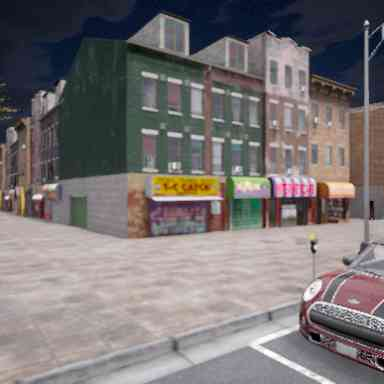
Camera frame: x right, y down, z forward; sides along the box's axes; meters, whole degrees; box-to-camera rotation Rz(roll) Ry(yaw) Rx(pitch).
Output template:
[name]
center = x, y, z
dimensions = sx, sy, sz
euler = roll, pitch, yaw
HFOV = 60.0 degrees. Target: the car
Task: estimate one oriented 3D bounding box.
[car]
center = 3.581, 1.491, 5.385
dimensions = 4.097, 1.590, 1.967
euler = 1, -1, -36
